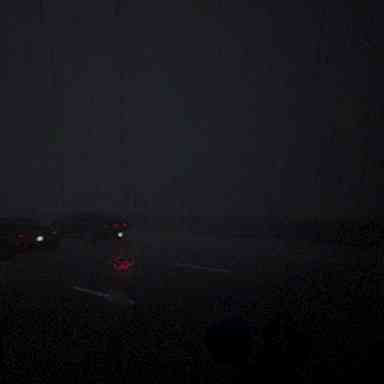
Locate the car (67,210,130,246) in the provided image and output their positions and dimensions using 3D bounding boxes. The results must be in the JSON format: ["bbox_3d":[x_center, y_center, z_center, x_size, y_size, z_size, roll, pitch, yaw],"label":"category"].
[{"bbox_3d":[-5.137,1.643,16.252,4.892,1.490,1.837,0,0,37],"label":"car"}]

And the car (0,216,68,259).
[{"bbox_3d":[-7.207,1.702,13.430,4.181,1.385,1.994,0,0,37],"label":"car"}]
